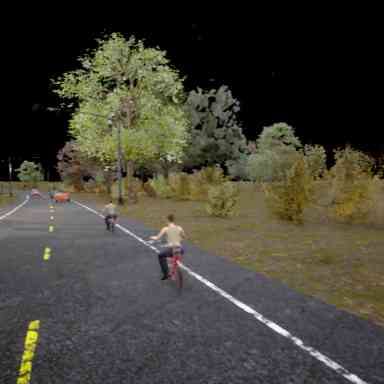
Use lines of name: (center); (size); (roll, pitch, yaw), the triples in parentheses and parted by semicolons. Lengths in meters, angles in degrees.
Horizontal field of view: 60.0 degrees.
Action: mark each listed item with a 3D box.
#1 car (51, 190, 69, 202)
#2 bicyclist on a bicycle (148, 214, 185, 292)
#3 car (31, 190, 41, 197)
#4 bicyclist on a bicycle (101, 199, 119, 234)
car: (-20.988, 0.600, 53.413); (2.097, 1.767, 4.553); (-2, 1, -24)
bicyclist on a bicycle: (-0.496, 1.281, 7.382); (0.866, 1.612, 1.509); (-2, 1, -21)
car: (-37.575, 0.321, 80.017); (2.097, 1.767, 4.553); (-2, 1, -26)
bicyclist on a bicycle: (-3.952, 1.162, 16.146); (0.866, 1.612, 1.509); (-2, 1, -22)
